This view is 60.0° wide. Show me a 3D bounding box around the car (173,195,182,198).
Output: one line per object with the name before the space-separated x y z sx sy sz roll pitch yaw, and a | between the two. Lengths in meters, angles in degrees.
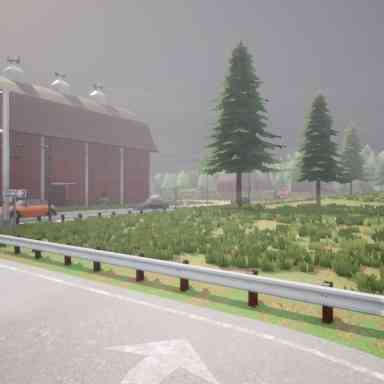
car | -4.305 1.532 85.492 1.816 1.474 4.193 0 0 36

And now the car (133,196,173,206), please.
car | -4.812 1.531 38.841 1.837 1.490 4.892 0 0 37

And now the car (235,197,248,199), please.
car | 8.178 1.544 56.223 1.837 1.490 4.892 0 0 37

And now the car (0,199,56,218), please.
car | -13.522 1.379 27.081 2.097 1.767 4.553 0 0 37
